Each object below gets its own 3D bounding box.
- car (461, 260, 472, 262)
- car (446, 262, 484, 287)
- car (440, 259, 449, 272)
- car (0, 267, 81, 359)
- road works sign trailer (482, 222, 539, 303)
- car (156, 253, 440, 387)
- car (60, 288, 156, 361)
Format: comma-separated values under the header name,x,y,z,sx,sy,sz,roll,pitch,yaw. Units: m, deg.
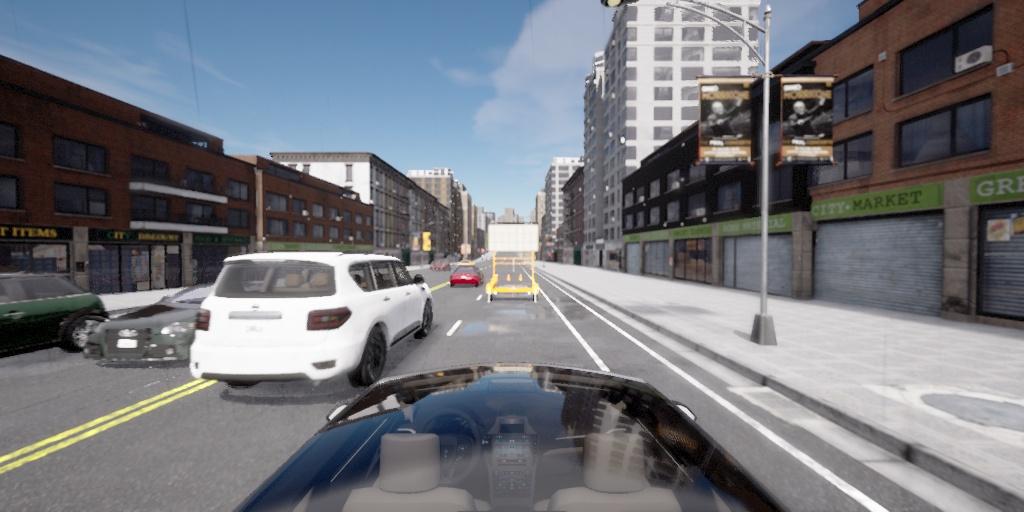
name,x,y,z,sx,sy,sz,roll,pitch,yaw
car,-6.427,1.301,50.215,1.882,1.535,5.008,0,0,0
car,-3.077,1.331,24.981,1.994,1.385,4.181,0,0,0
car,-9.683,1.169,48.565,2.097,1.767,4.553,0,0,0
car,-9.838,1.100,5.852,2.097,1.767,4.553,0,0,0
road works sign trailer,0.070,0.221,16.798,2.380,3.560,2.880,0,0,3
car,-3.137,0.969,7.064,2.150,2.045,5.566,0,0,0
car,-6.580,1.312,8.130,1.994,1.385,4.181,0,0,0
